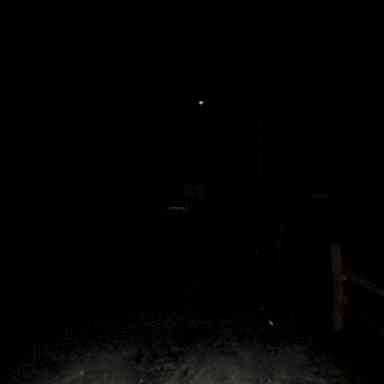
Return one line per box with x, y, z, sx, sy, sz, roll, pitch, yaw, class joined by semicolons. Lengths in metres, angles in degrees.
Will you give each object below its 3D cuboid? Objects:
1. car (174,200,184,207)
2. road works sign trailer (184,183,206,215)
-2.743;2.426;70.972;1.837;1.490;4.892;0;-1;0;car
0.229;0.798;38.236;2.380;3.560;2.880;0;-12;-8;road works sign trailer
